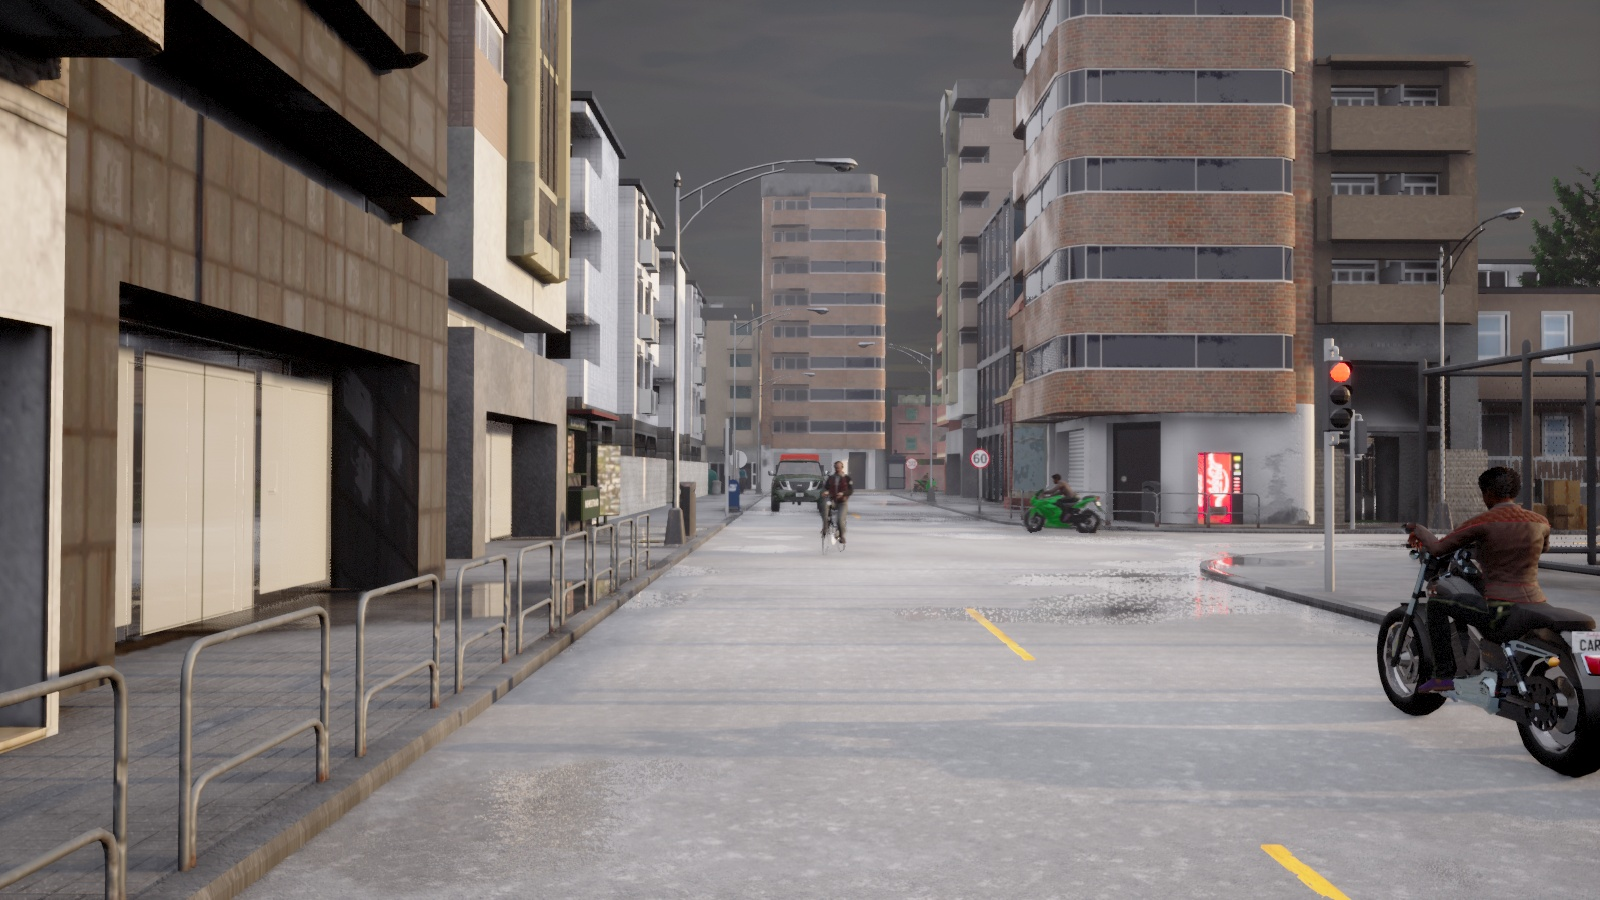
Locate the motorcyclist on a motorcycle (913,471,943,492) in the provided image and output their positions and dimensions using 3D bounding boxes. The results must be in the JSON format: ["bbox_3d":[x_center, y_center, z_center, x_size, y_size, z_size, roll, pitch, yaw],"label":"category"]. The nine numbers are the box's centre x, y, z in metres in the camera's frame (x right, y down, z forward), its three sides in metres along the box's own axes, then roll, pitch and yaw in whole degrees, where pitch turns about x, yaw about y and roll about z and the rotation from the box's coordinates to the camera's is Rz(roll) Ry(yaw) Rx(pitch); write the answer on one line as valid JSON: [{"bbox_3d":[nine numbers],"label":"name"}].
[{"bbox_3d":[9.245,2.284,90.930,2.044,1.523,0.797,0,1,-27],"label":"motorcyclist on a motorcycle"}]

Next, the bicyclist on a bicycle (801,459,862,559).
[{"bbox_3d":[0.609,1.076,23.488,0.659,1.776,1.843,1,-1,16],"label":"bicyclist on a bicycle"}]

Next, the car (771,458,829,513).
[{"bbox_3d":[-0.029,1.368,49.796,2.150,2.045,5.566,0,-1,-1],"label":"car"}]

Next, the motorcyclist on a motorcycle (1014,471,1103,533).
[{"bbox_3d":[6.489,1.299,31.553,2.044,1.523,0.797,-1,-4,30],"label":"motorcyclist on a motorcycle"}]

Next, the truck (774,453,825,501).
[{"bbox_3d":[-0.009,1.456,67.330,2.627,2.467,5.204,0,-1,0],"label":"truck"}]

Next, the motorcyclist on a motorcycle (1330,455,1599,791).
[{"bbox_3d":[3.999,0.872,7.367,0.766,1.649,2.350,0,-1,0],"label":"motorcyclist on a motorcycle"}]
